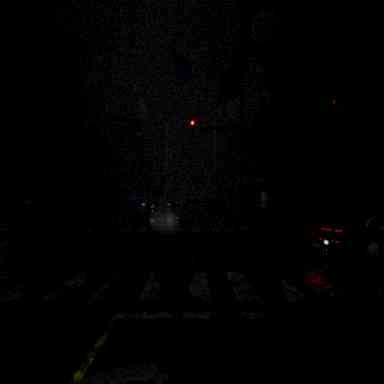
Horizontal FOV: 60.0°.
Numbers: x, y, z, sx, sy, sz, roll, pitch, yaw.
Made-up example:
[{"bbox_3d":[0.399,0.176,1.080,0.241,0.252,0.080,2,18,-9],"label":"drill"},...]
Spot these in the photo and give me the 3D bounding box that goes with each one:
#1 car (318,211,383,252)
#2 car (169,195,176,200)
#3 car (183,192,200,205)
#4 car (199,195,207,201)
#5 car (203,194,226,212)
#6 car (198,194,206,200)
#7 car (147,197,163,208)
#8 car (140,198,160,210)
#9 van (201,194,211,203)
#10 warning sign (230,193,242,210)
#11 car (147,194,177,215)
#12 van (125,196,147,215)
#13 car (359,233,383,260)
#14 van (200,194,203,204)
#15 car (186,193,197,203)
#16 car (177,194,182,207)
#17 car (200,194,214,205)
[{"bbox_3d":[7.006,1.458,11.853,4.892,1.490,1.837,0,-2,-10],"label":"car"},{"bbox_3d":[-5.398,1.469,91.951,1.802,1.307,4.206,0,0,0],"label":"car"},{"bbox_3d":[0.049,1.283,57.797,2.097,1.767,4.553,0,0,0],"label":"car"},{"bbox_3d":[2.660,1.426,81.311,1.752,1.417,4.829,0,0,0],"label":"car"},{"bbox_3d":[2.702,1.271,37.890,2.192,1.841,5.009,0,0,0],"label":"car"},{"bbox_3d":[2.655,1.334,86.546,1.967,1.590,4.097,0,0,0],"label":"car"},{"bbox_3d":[-5.407,1.487,48.701,1.887,1.381,4.507,0,0,0],"label":"car"},{"bbox_3d":[-5.408,1.515,43.295,1.947,1.339,4.313,0,0,0],"label":"car"},{"bbox_3d":[2.676,1.263,64.922,1.690,1.788,3.998,0,0,0],"label":"van"},{"bbox_3d":[4.941,1.072,37.434,1.300,1.860,1.060,0,0,0],"label":"warning sign"},{"bbox_3d":[-2.850,1.314,32.714,2.097,1.767,4.553,0,0,0],"label":"car"},{"bbox_3d":[-5.410,1.303,32.483,1.690,1.788,3.998,0,0,0],"label":"van"},{"bbox_3d":[2.637,1.314,0.520,2.192,1.841,5.009,0,0,0],"label":"car"},{"bbox_3d":[2.686,1.277,54.109,1.690,1.788,3.998,0,0,0],"label":"van"},{"bbox_3d":[-0.004,1.161,67.723,2.150,2.045,5.566,0,0,0],"label":"car"},{"bbox_3d":[-2.836,1.447,48.954,1.837,1.490,4.892,0,0,0],"label":"car"},{"bbox_3d":[2.681,1.244,59.516,2.192,1.841,5.009,0,0,0],"label":"car"}]
